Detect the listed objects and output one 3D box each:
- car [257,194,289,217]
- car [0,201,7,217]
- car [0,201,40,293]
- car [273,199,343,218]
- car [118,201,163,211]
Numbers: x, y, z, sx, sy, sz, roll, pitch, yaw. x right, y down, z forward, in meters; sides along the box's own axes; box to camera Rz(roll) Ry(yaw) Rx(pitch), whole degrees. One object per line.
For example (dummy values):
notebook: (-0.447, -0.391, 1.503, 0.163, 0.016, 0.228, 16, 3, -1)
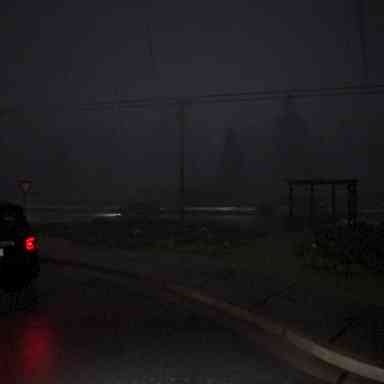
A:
car: (8.324, 1.185, 28.241, 5.566, 2.045, 2.150, 0, 0, 14)
car: (-18.860, 1.524, 29.764, 4.181, 1.385, 1.994, 0, 0, 28)
car: (-5.760, 1.210, 7.573, 5.566, 2.045, 2.150, 0, 0, 35)
car: (8.560, 1.494, 24.463, 4.674, 1.442, 1.812, 0, 0, 13)
car: (-4.770, 1.523, 31.229, 4.181, 1.385, 1.994, 0, 0, 13)
